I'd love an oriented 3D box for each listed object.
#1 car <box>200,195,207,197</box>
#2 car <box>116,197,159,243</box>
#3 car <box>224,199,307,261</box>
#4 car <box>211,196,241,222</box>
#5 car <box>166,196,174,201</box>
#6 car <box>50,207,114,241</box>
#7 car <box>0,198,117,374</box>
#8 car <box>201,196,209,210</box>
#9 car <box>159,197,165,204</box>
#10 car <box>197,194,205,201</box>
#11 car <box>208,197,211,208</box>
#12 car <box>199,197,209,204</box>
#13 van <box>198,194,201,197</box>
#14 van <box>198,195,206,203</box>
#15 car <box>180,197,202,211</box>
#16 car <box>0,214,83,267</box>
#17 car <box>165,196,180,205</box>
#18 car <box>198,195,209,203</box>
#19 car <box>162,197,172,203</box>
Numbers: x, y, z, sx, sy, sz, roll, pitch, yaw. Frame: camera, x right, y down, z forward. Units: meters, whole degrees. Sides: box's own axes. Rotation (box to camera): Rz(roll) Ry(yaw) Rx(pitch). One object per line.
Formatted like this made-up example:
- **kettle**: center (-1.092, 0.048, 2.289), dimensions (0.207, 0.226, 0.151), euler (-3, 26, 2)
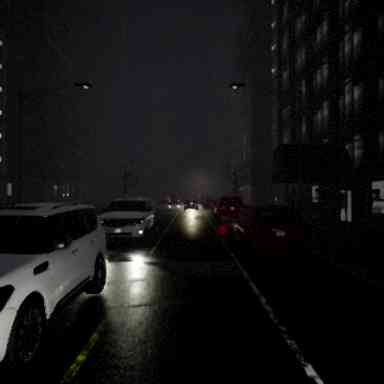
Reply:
- **car**: center (2.543, 1.608, 51.891), dimensions (1.967, 1.590, 4.097), euler (0, 0, 0)
- **car**: center (-3.135, 1.282, 16.795), dimensions (2.150, 2.045, 5.566), euler (0, 0, -1)
- **car**: center (2.665, 1.357, 12.401), dimensions (2.192, 1.841, 5.009), euler (0, 0, 0)
- **car**: center (3.025, 1.321, 27.738), dimensions (2.150, 2.045, 5.566), euler (0, 0, 0)
- **car**: center (-5.961, 1.838, 91.331), dimensions (2.008, 1.369, 4.403), euler (1, 0, 0)
- **car**: center (-5.734, 1.617, 17.974), dimensions (2.008, 1.369, 4.403), euler (0, 0, 0)
- **car**: center (-3.113, 1.246, 6.001), dimensions (2.150, 2.045, 5.566), euler (0, 0, 0)
- **car**: center (2.559, 1.695, 46.249), dimensions (1.887, 1.381, 4.507), euler (0, 0, 0)
- **car**: center (-5.890, 1.664, 68.760), dimensions (1.967, 1.590, 4.097), euler (0, 0, 0)
- **car**: center (2.422, 1.597, 91.380), dimensions (2.192, 1.841, 5.009), euler (0, 0, 0)
- **car**: center (3.037, 1.592, 34.707), dimensions (1.882, 1.535, 5.008), euler (0, 0, 0)
- **car**: center (2.489, 1.770, 68.814), dimensions (2.008, 1.369, 4.403), euler (0, 0, 0)
- **van**: center (2.509, 1.543, 63.173), dimensions (1.690, 1.788, 3.998), euler (0, 0, 0)
- **van**: center (2.457, 1.592, 80.098), dimensions (1.690, 1.788, 3.998), euler (0, 0, 0)
- **car**: center (-0.119, 1.721, 43.660), dimensions (2.033, 1.411, 5.357), euler (0, 0, 0)
- **car**: center (-5.717, 1.613, 12.332), dimensions (1.947, 1.339, 4.313), euler (0, 0, 0)
- **car**: center (-3.219, 1.552, 61.548), dimensions (2.097, 1.767, 4.553), euler (0, 0, 0)
- **car**: center (2.474, 1.550, 74.456), dimensions (2.192, 1.841, 5.009), euler (0, 0, 0)
- **car**: center (-5.926, 1.806, 80.045), dimensions (2.008, 1.369, 4.403), euler (1, 0, 0)
